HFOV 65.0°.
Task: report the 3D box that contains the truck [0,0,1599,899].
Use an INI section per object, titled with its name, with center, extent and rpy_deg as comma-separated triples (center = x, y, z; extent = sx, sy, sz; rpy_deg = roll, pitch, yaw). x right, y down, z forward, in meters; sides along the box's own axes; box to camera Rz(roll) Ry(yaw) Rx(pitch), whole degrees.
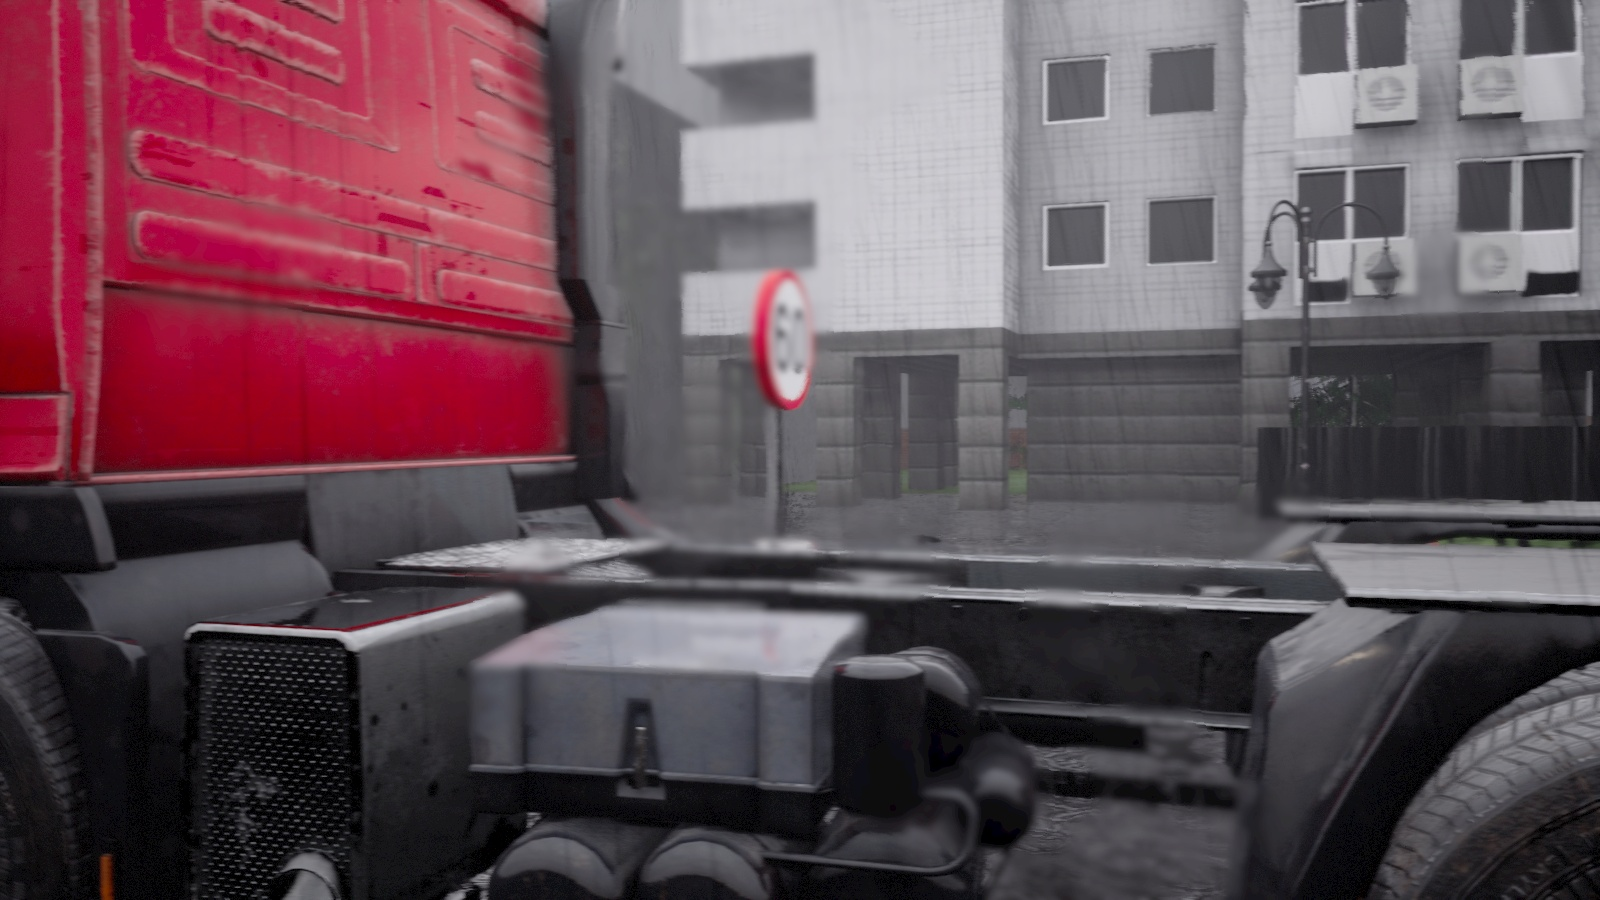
[truck]
center = 0.265, -0.212, 3.617
extent = 7.936, 3.462, 2.891
rpy_deg = 1, 1, 19
